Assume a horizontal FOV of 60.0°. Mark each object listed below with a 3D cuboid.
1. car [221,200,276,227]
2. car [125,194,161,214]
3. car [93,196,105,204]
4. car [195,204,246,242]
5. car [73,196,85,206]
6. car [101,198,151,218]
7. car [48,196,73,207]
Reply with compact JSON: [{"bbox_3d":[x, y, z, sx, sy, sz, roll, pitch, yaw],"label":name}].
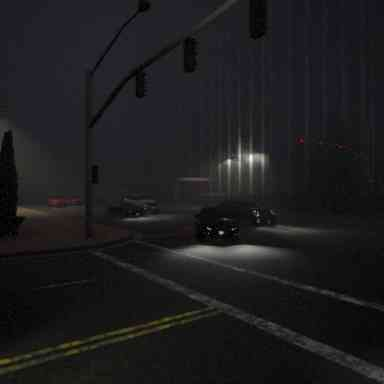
[{"bbox_3d":[3.648,1.374,23.294,2.097,1.767,4.553,0,0,-36],"label":"car"},{"bbox_3d":[-5.491,1.243,35.825,2.150,2.045,5.566,0,0,-36],"label":"car"},{"bbox_3d":[-18.669,1.509,66.229,1.882,1.535,5.008,0,0,-36],"label":"car"},{"bbox_3d":[1.203,1.521,16.633,1.837,1.490,4.892,2,-1,-2],"label":"car"},{"bbox_3d":[-19.262,1.373,54.926,2.097,1.767,4.553,0,0,-36],"label":"car"},{"bbox_3d":[-6.247,1.564,30.907,2.033,1.411,5.357,0,0,-36],"label":"car"},{"bbox_3d":[-20.072,1.368,50.031,2.097,1.767,4.553,0,0,-36],"label":"car"}]
